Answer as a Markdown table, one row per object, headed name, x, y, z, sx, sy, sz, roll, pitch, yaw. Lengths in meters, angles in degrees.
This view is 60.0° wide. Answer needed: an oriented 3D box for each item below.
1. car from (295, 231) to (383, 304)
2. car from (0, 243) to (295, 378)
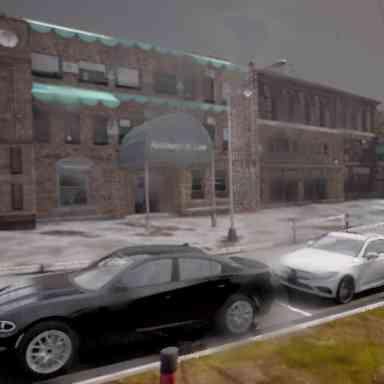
| name | x | y | z | sx | sy | sz | roll | pitch | yaw |
| --- | --- | --- | --- | --- | --- | --- | --- | --- | --- |
| car | 4.372 | 1.851 | 9.178 | 4.674 | 1.452 | 2.002 | 0 | 2 | -33 |
| car | -0.851 | 1.726 | 5.945 | 5.008 | 1.535 | 2.097 | 1 | -1 | -27 |
